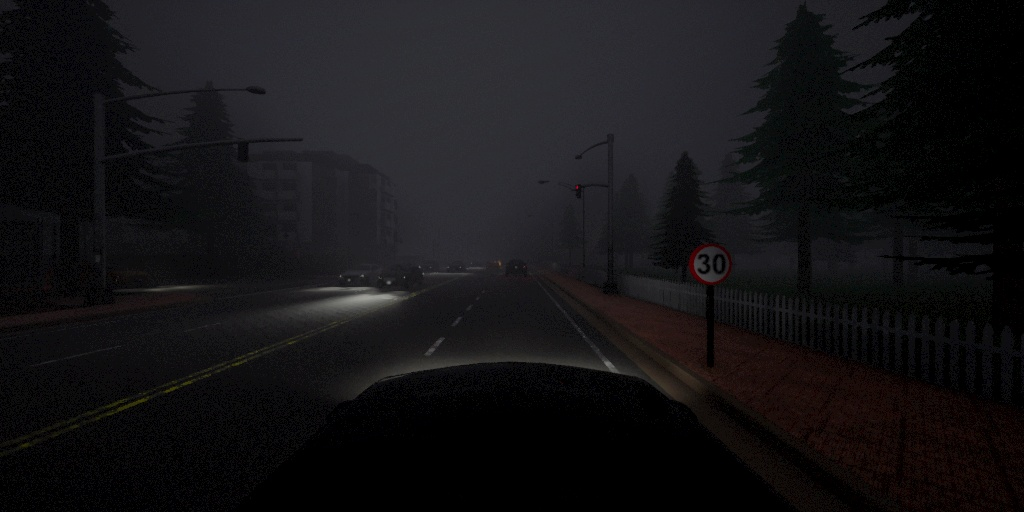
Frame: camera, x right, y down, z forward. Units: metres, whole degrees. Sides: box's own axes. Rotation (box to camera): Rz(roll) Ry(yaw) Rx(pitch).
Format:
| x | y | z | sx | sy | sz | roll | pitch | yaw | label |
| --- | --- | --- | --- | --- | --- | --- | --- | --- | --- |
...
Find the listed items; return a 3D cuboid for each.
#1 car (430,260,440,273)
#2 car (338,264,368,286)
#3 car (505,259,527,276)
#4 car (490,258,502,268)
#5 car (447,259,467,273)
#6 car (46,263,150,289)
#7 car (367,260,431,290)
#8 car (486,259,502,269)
| x | y | z | sx | sy | sz | roll | pitch | yaw | label |
| --- | --- | --- | --- | --- | --- | --- | --- | --- | --- |
| -10.197 | 1.255 | 44.511 | 1.837 | 1.490 | 4.892 | 0 | 0 | 1 | car |
| -10.387 | 1.275 | 25.247 | 1.812 | 1.442 | 4.674 | 0 | 0 | 1 | car |
| 0.424 | 1.102 | 36.762 | 2.097 | 1.767 | 4.553 | 0 | 0 | 1 | car |
| -2.814 | 1.228 | 64.131 | 1.882 | 1.535 | 5.008 | 0 | 0 | 1 | car |
| -6.708 | 1.276 | 43.677 | 1.812 | 1.442 | 4.674 | 0 | 0 | 1 | car |
| -25.364 | 1.189 | 22.063 | 5.008 | 1.535 | 1.882 | 0 | 0 | 0 | car |
| -6.912 | 1.241 | 22.633 | 2.128 | 1.511 | 4.902 | 0 | 0 | 1 | car |
| -2.902 | 1.351 | 54.799 | 1.895 | 1.301 | 4.718 | 0 | 0 | 1 | car |
